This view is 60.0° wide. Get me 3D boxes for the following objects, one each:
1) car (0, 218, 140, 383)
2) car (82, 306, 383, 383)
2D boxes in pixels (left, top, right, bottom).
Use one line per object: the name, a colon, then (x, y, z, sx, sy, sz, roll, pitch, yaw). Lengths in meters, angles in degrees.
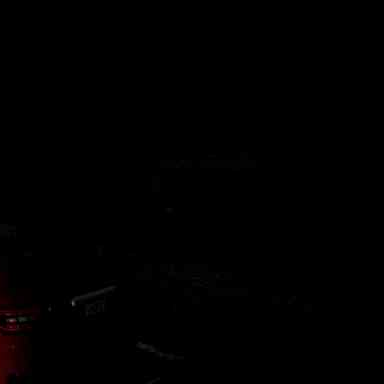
car: (-2.970, 1.315, 4.939, 5.009, 1.841, 2.192, 0, 0, 36)
car: (1.515, 1.582, 1.724, 4.206, 1.307, 1.802, 0, 0, 36)
